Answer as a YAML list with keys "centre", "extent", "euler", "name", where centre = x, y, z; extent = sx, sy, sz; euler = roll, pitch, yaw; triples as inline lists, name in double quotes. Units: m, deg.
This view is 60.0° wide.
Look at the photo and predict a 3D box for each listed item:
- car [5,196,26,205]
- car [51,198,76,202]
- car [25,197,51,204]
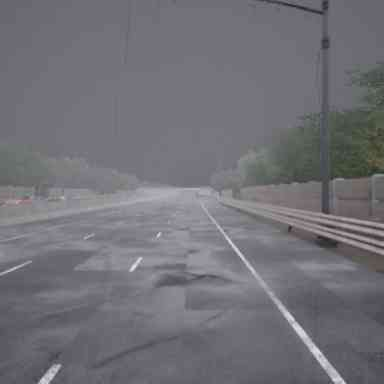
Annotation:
- centre: [-24.580, 1.427, 47.495]
  extent: [2.097, 1.767, 4.553]
  euler: [0, 0, 0]
  name: "car"
- centre: [-17.586, 1.622, 47.375]
  extent: [2.033, 1.411, 5.357]
  euler: [0, 0, 0]
  name: "car"
- centre: [-21.086, 1.566, 47.357]
  extent: [2.128, 1.511, 4.902]
  euler: [0, 0, 0]
  name: "car"
